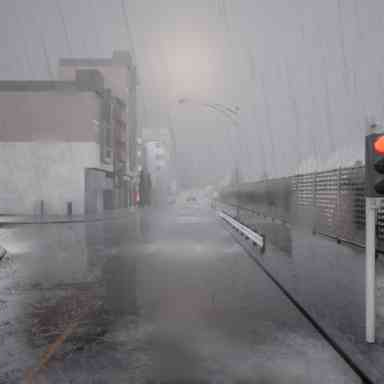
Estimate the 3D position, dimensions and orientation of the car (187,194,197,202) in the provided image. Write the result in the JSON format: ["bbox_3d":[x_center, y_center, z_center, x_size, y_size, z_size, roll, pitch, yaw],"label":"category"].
[{"bbox_3d":[-0.038,1.355,76.657,2.097,1.767,4.553,0,0,0],"label":"car"}]

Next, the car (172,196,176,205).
[{"bbox_3d":[-4.113,1.478,54.621,1.882,1.535,5.008,0,0,0],"label":"car"}]

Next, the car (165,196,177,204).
[{"bbox_3d":[-4.076,1.491,64.869,2.128,1.511,4.902,0,0,0],"label":"car"}]

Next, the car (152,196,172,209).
[{"bbox_3d":[-4.116,1.505,44.388,1.837,1.490,4.892,0,0,0],"label":"car"}]
